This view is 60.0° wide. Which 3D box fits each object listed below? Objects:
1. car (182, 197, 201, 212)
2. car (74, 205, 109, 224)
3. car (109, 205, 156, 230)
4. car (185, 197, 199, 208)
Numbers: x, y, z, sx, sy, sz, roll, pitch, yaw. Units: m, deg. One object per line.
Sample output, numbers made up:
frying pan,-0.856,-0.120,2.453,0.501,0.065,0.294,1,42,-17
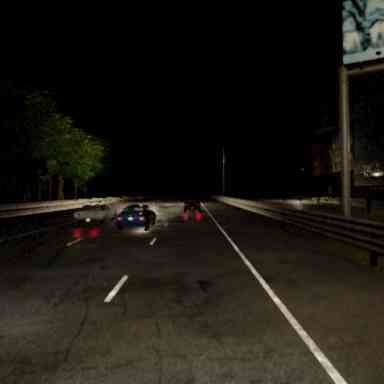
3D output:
car,0.047,1.473,37.589,1.812,1.442,4.674,0,0,1
car,-6.888,1.566,24.264,1.895,1.301,4.718,0,0,0
car,-3.391,1.518,20.889,2.033,1.411,5.357,0,0,0
car,0.025,1.465,46.756,1.812,1.442,4.674,0,0,0
